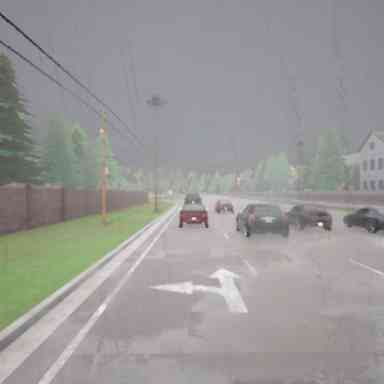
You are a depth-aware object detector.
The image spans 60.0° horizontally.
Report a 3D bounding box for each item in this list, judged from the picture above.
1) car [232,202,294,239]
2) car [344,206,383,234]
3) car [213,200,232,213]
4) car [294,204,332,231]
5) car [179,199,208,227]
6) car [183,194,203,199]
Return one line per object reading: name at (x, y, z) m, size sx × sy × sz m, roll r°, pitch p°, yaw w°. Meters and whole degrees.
car at (3.614, 1.380, 17.781) m, size 2.097 × 1.767 × 4.553 m, roll 0°, pitch 0°, yaw 0°
car at (10.603, 1.556, 19.293) m, size 1.812 × 1.442 × 4.674 m, roll 0°, pitch 0°, yaw 0°
car at (3.617, 1.586, 37.854) m, size 1.812 × 1.442 × 4.674 m, roll 0°, pitch 0°, yaw 0°
car at (7.118, 1.538, 20.853) m, size 1.837 × 1.490 × 4.892 m, roll 0°, pitch 0°, yaw 0°
car at (0.118, 1.515, 23.148) m, size 1.882 × 1.535 × 5.008 m, roll 0°, pitch 0°, yaw 0°
car at (0.133, 1.287, 41.528) m, size 2.150 × 2.045 × 5.566 m, roll 0°, pitch 0°, yaw 0°
